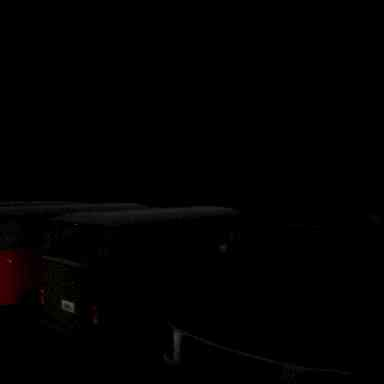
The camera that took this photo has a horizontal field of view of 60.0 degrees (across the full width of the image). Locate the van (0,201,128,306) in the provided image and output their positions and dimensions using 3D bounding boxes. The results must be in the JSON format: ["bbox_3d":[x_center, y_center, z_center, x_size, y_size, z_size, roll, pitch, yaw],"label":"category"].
[{"bbox_3d":[-2.538,1.267,7.758,1.878,1.987,4.442,0,0,36],"label":"van"}]

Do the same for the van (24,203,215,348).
[{"bbox_3d":[-0.391,1.283,6.213,1.878,1.987,4.442,0,0,36],"label":"van"}]

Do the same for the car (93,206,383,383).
[{"bbox_3d":[1.772,1.273,4.476,2.435,2.045,5.566,0,0,36],"label":"car"}]
